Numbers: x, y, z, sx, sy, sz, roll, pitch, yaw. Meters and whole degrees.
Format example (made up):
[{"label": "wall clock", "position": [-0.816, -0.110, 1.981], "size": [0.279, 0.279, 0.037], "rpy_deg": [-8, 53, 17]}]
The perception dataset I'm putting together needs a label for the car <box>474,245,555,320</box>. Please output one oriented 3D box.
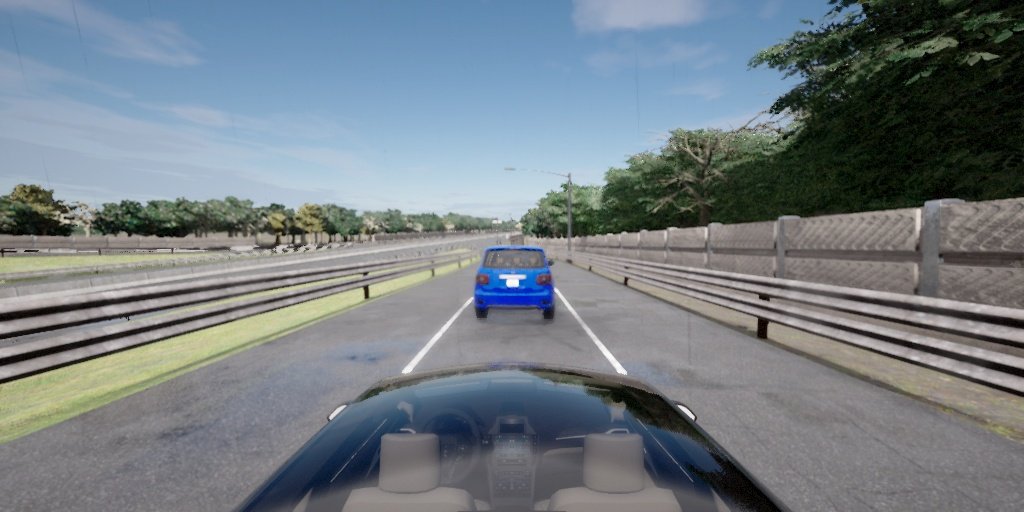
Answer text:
[{"label": "car", "position": [0.186, 0.679, 11.414], "size": [2.150, 2.045, 5.566], "rpy_deg": [0, 1, 4]}]
